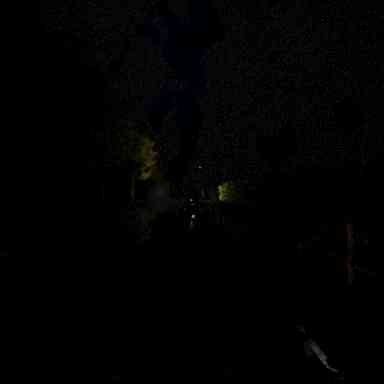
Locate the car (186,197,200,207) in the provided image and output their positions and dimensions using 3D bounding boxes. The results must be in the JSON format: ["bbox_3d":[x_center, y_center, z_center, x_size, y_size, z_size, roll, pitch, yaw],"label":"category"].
[{"bbox_3d":[0.086,1.348,47.289,1.895,1.301,4.718,0,0,0],"label":"car"}]

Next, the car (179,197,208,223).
[{"bbox_3d":[0.093,1.333,23.542,2.128,1.511,4.902,0,0,0],"label":"car"}]
